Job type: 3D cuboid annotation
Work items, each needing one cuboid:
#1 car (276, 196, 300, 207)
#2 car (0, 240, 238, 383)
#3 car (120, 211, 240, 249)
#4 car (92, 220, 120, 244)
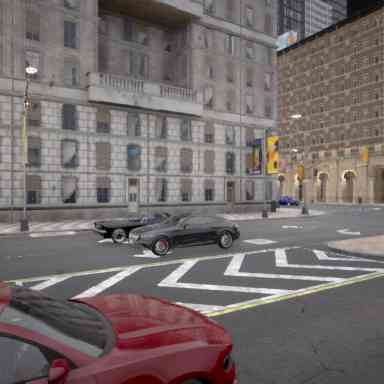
[{"bbox_3d":[14.791,1.478,52.775,1.882,1.535,5.008,0,0,-32],"label":"car"},{"bbox_3d":[-1.915,1.478,2.566,5.008,1.535,1.882,0,0,-31],"label":"car"},{"bbox_3d":[-0.202,1.526,13.174,4.674,1.442,1.812,0,0,-31],"label":"car"},{"bbox_3d":[-2.297,1.601,15.997,4.718,1.301,1.895,0,0,-31],"label":"car"}]
